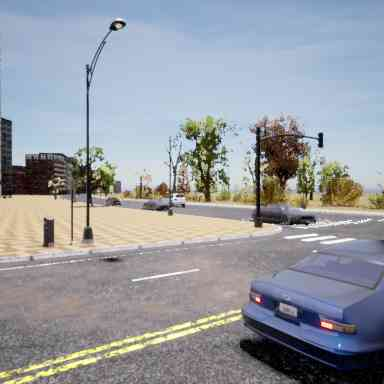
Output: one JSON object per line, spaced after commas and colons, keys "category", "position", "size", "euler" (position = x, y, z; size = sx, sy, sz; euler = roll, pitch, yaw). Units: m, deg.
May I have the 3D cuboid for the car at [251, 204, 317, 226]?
{"category": "car", "position": [6.459, 1.593, 24.170], "size": [2.033, 1.411, 5.357], "euler": [0, 0, -26]}

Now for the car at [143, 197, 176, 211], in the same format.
{"category": "car", "position": [-4.567, 1.644, 42.778], "size": [2.033, 1.411, 5.357], "euler": [0, 0, -31]}

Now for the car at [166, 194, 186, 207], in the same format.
{"category": "car", "position": [-3.047, 1.309, 53.267], "size": [2.150, 2.045, 5.566], "euler": [0, 0, -31]}

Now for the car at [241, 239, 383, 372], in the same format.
{"category": "car", "position": [3.303, 1.547, 5.655], "size": [5.357, 1.411, 2.033], "euler": [0, 0, -34]}

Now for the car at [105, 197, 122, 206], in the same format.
{"category": "car", "position": [-13.961, 1.692, 58.887], "size": [1.837, 1.490, 4.892], "euler": [0, 0, -30]}
